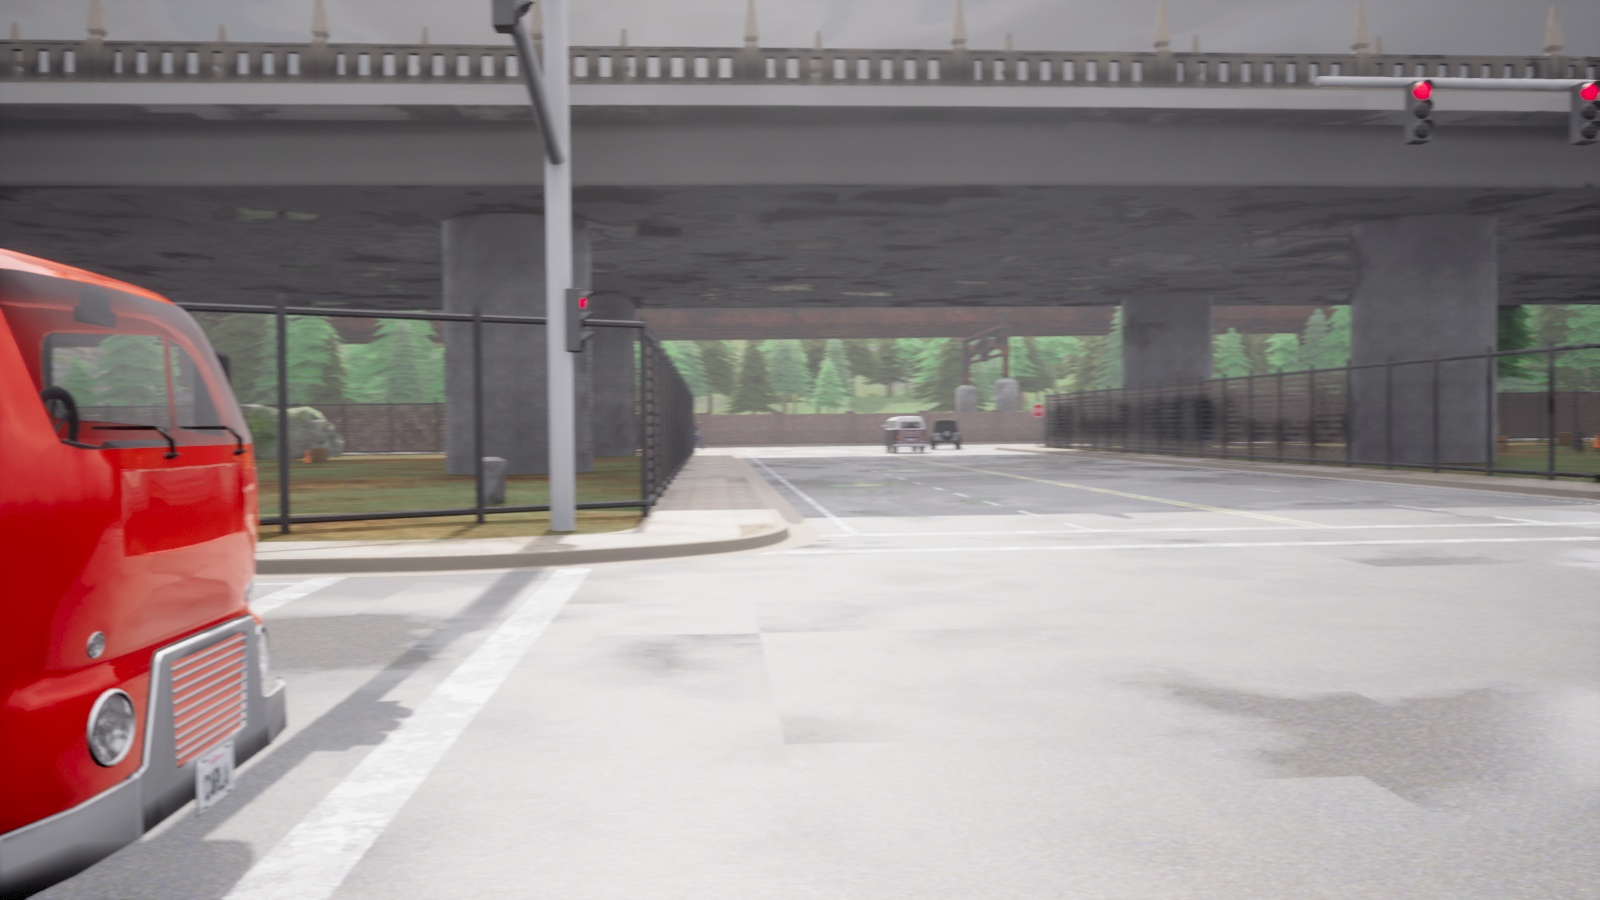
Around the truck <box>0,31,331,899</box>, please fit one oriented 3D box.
[{"bbox_3d":[-4.538,0.249,3.927,5.204,2.467,2.627,0,1,-4],"label":"truck"}]

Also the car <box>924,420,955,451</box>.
[{"bbox_3d":[8.774,-0.929,78.792,1.905,1.878,3.866,0,1,7],"label":"car"}]

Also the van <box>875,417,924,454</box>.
[{"bbox_3d":[5.535,-0.827,70.392,2.069,2.038,4.480,0,1,-4],"label":"van"}]
